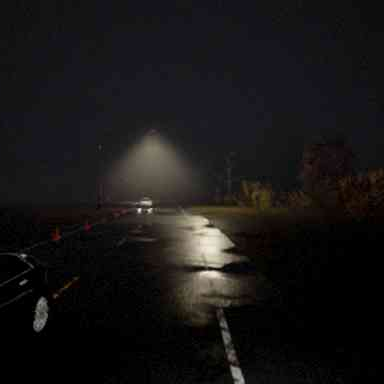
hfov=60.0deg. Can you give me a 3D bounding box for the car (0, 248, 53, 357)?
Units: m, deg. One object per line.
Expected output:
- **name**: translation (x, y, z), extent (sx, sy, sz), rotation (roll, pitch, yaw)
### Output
- **car**: translation (-3.255, 1.520, 3.826), extent (1.837, 1.490, 4.892), rotation (0, 0, -1)

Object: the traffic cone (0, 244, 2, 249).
- **traffic cone**: translation (-6.233, 1.994, 10.793), extent (0.340, 0.580, 0.340), rotation (0, 0, -2)

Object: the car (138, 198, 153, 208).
- **car**: translation (-7.055, 1.670, 50.515), extent (1.812, 1.442, 4.674), rotation (0, 0, -7)

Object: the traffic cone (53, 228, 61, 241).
- **traffic cone**: translation (-6.383, 2.005, 15.766), extent (0.340, 0.580, 0.340), rotation (0, 0, -2)

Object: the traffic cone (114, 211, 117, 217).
- **traffic cone**: translation (-7.063, 2.043, 30.679), extent (0.340, 0.580, 0.340), rotation (0, 0, -3)

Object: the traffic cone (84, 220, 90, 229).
- **traffic cone**: translation (-6.571, 2.017, 20.739), extent (0.340, 0.580, 0.340), rotation (0, 0, -2)
